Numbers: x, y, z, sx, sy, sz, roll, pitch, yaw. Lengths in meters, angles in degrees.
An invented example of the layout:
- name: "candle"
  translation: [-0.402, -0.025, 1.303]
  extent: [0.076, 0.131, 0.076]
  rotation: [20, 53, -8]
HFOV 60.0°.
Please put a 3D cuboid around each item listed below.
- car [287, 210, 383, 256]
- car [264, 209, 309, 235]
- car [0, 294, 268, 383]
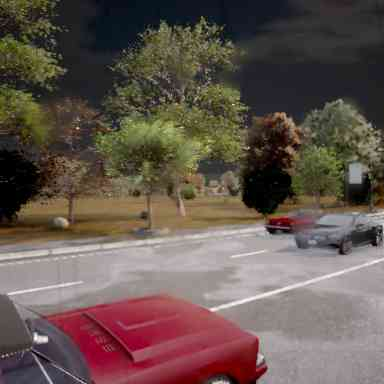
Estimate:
- name: "car"
  translation: [6.072, 1.543, 13.384]
  extent: [4.674, 1.442, 1.812]
  rotation: [0, 0, -40]
- name: "car"
  translation: [5.963, 1.625, 17.860]
  extent: [4.718, 1.301, 1.895]
  rotation: [0, 0, -41]
- name: "car"
  translation: [-1.584, 1.610, 2.704]
  extent: [4.718, 1.301, 1.895]
  rotation: [0, 0, -36]
